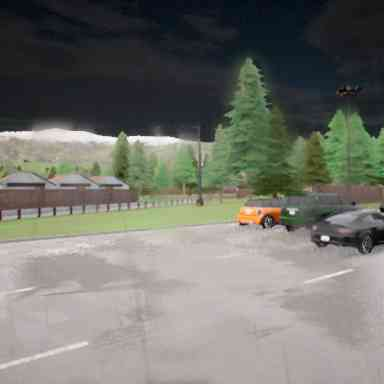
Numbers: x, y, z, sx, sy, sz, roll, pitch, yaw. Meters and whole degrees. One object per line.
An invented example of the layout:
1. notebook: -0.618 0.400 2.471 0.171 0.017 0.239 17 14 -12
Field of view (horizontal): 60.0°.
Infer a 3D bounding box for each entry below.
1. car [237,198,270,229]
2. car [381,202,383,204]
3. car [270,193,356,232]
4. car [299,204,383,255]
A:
1. car: 4.948 1.167 20.185 4.553 1.767 2.097 -1 0 -35
2. car: 18.777 1.179 30.046 4.181 1.385 1.994 -1 0 -35
3. car: 6.930 1.038 17.298 5.566 2.045 2.150 -1 1 -35
4. car: 6.406 1.378 12.640 4.674 1.442 1.812 -1 1 -35
